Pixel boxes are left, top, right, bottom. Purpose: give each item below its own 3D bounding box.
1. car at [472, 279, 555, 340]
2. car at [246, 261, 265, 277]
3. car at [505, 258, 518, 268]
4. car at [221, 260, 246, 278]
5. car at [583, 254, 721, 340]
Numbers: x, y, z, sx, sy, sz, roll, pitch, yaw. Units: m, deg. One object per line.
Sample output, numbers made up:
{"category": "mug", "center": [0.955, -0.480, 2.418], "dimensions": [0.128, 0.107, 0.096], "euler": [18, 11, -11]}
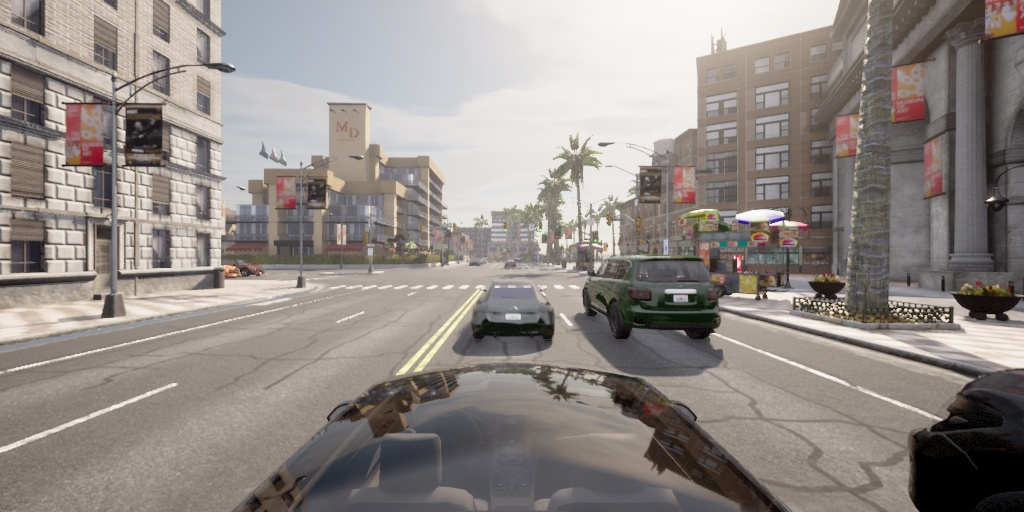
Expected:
{"category": "car", "center": [0.030, 1.323, 9.999], "dimensions": [1.994, 1.385, 4.181], "euler": [0, 0, 0]}
{"category": "car", "center": [-27.407, 1.138, 35.860], "dimensions": [4.553, 1.767, 2.097], "euler": [0, 0, -1]}
{"category": "car", "center": [-0.287, 1.342, 64.694], "dimensions": [1.812, 1.442, 4.674], "euler": [0, 0, 0]}
{"category": "car", "center": [-27.278, 1.134, 32.359], "dimensions": [4.553, 1.767, 2.097], "euler": [0, 0, -1]}
{"category": "car", "center": [3.527, 0.981, 10.171], "dimensions": [2.150, 2.045, 5.566], "euler": [0, 0, 0]}
